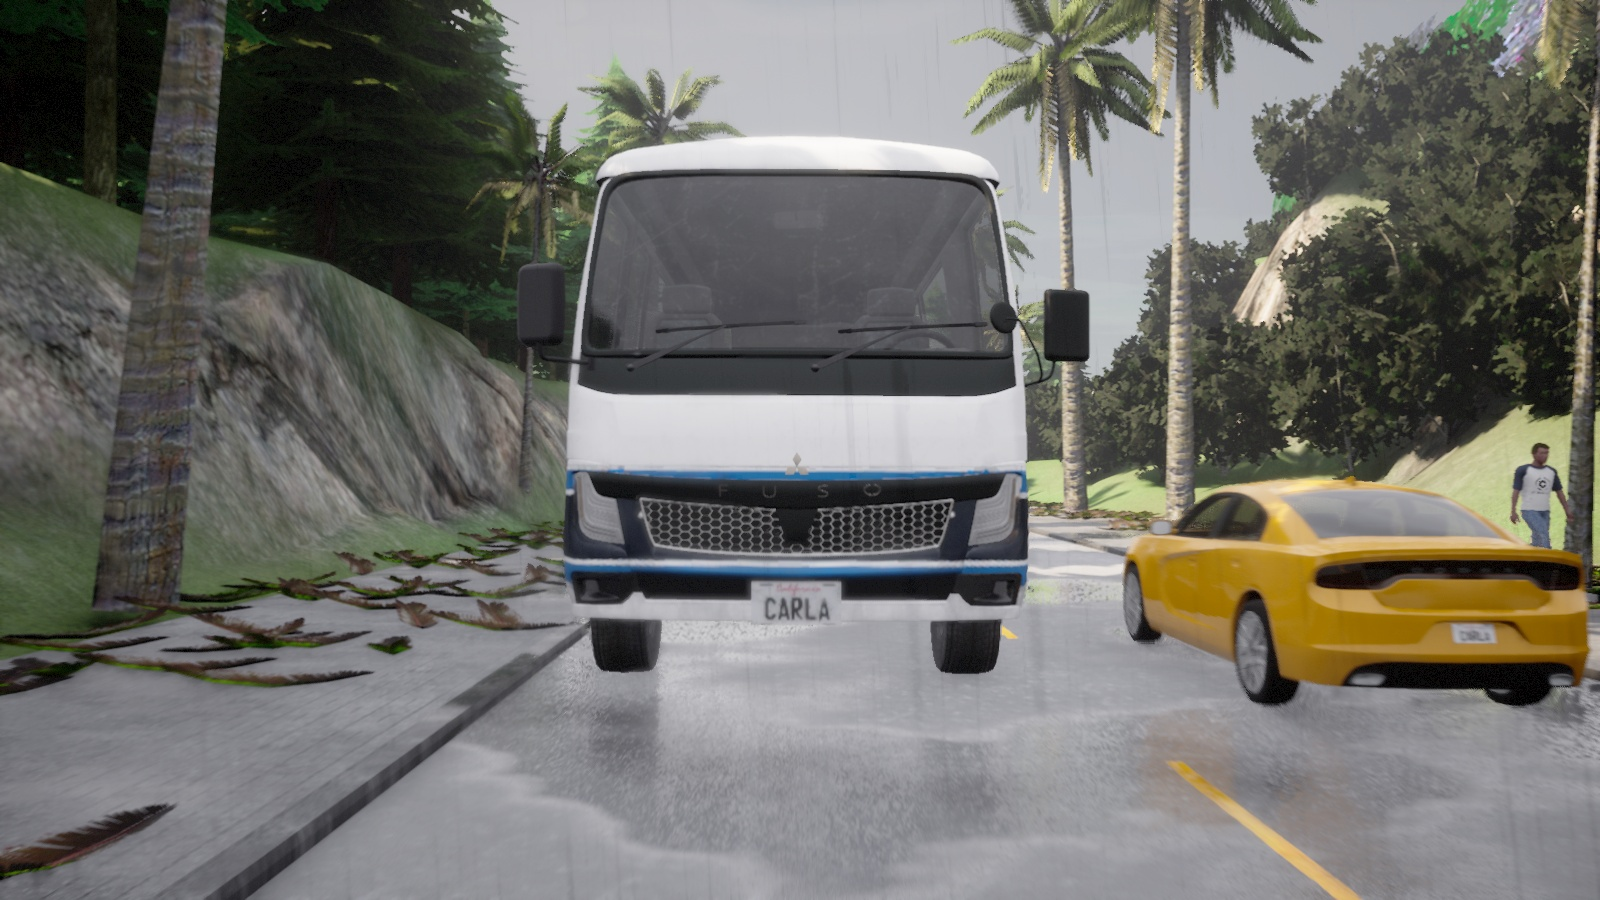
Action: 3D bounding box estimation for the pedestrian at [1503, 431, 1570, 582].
[{"bbox_3d":[9.164,0.695,15.638,0.354,1.836,0.706,0,-1,-4],"label":"pedestrian"}]

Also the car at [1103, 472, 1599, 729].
[{"bbox_3d":[3.979,0.944,10.049,1.882,1.535,5.008,0,-1,0],"label":"car"}]

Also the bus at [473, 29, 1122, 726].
[{"bbox_3d":[-0.033,-0.347,12.816,3.944,4.253,10.273,0,-1,0],"label":"bus"}]
